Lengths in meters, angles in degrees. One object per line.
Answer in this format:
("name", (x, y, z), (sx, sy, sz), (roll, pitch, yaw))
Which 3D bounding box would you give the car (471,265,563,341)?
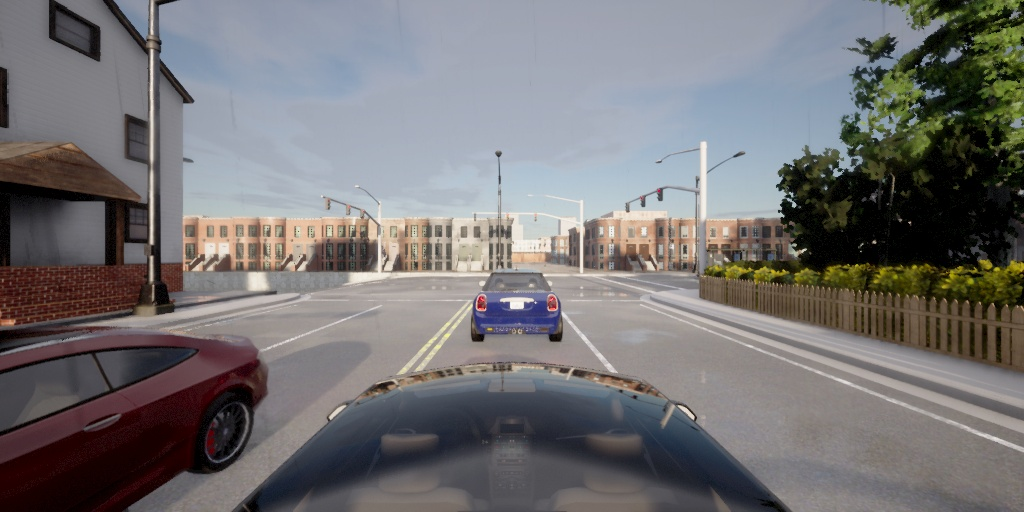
("car", (0.108, 1.102, 9.994), (2.097, 1.767, 4.553), (0, 0, 0))

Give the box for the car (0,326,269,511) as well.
("car", (-3.575, 1.276, 2.105), (1.812, 1.442, 4.674), (0, 0, 0))

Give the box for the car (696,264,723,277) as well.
("car", (18.316, 1.297, 29.709), (5.357, 1.411, 2.033), (0, 0, 0))
